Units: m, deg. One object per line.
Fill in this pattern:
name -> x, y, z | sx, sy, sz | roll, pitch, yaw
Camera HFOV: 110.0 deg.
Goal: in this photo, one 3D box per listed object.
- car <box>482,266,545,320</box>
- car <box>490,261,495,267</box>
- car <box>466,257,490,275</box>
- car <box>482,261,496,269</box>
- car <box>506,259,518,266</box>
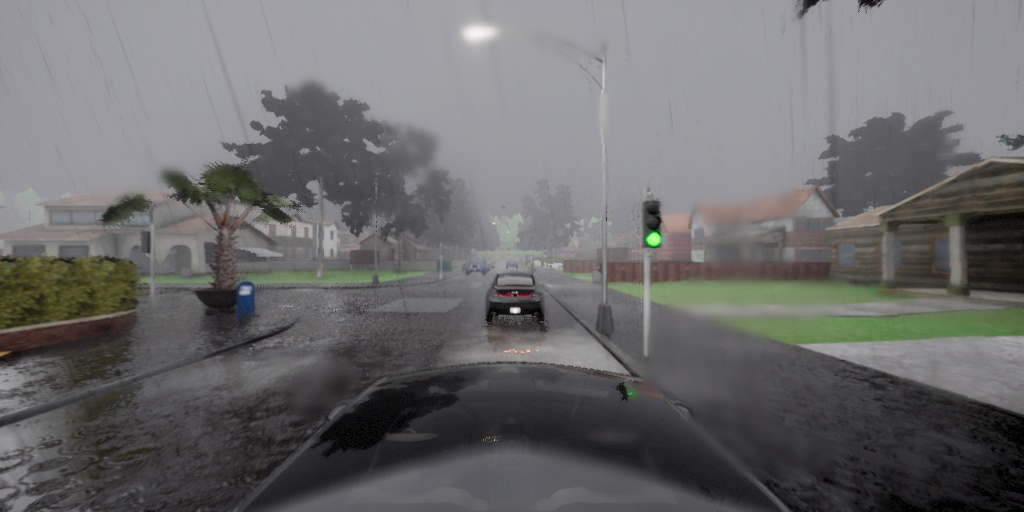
car -> 0.096, 1.305, 12.781 | 1.837, 1.490, 4.892 | 0, 0, 0
car -> -4.072, 1.459, 52.212 | 2.128, 1.511, 4.902 | 0, 0, 0
car -> -4.099, 1.146, 42.163 | 2.150, 2.045, 5.566 | 0, 0, 0
car -> -4.003, 1.560, 62.749 | 2.033, 1.411, 5.357 | 0, 0, 0
car -> 0.004, 1.376, 65.370 | 2.097, 1.767, 4.553 | 0, 0, 0
